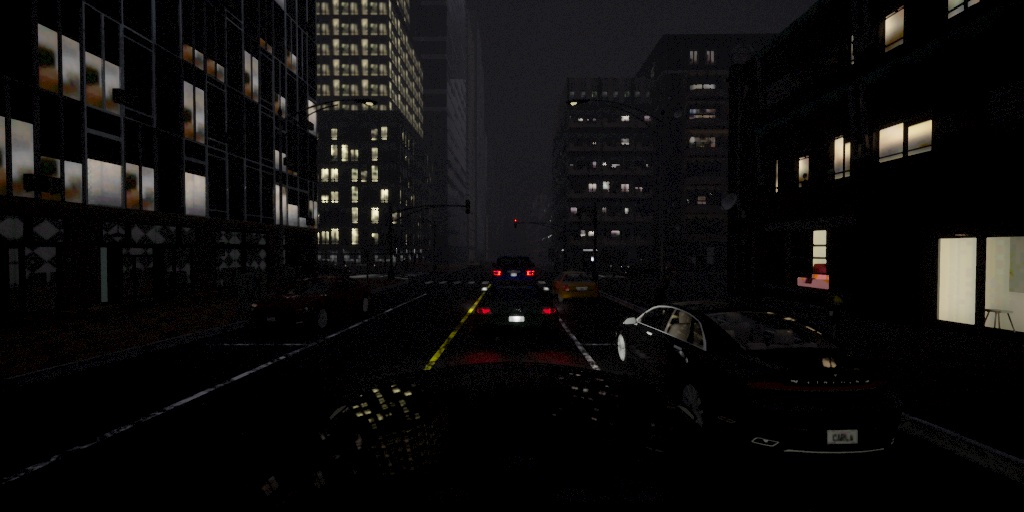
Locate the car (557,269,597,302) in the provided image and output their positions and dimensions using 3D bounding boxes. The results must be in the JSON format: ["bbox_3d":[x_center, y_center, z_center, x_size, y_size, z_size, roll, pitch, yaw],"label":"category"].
[{"bbox_3d":[2.813,1.271,16.687,1.751,1.417,4.829,0,0,0],"label":"car"}]

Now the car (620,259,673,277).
[{"bbox_3d":[13.602,1.197,37.066,4.553,1.767,2.097,1,1,0],"label":"car"}]

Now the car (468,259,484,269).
[{"bbox_3d":[-5.710,1.264,54.299,1.751,1.417,4.829,0,0,0],"label":"car"}]

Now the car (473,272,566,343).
[{"bbox_3d":[0.095,1.312,9.652,1.994,1.385,4.181,0,0,0],"label":"car"}]

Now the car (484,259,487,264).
[{"bbox_3d":[-5.713,1.304,60.123,1.948,1.339,4.313,0,0,0],"label":"car"}]

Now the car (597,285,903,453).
[{"bbox_3d":[2.817,1.299,5.228,2.007,1.370,4.403,0,0,0],"label":"car"}]

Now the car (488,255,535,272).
[{"bbox_3d":[0.087,0.967,19.459,2.150,2.045,5.566,0,0,0],"label":"car"}]

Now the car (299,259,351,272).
[{"bbox_3d":[-17.870,1.154,34.321,4.674,1.442,1.812,1,1,2],"label":"car"}]

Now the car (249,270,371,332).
[{"bbox_3d":[-5.825,1.292,10.927,1.888,1.381,4.507,0,0,0],"label":"car"}]

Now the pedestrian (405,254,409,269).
[{"bbox_3d":[-12.564,0.670,42.984,0.375,1.860,0.375,0,0,1],"label":"pedestrian"}]

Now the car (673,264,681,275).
[{"bbox_3d":[16.294,1.373,39.661,4.403,1.370,2.007,0,0,1],"label":"car"}]
